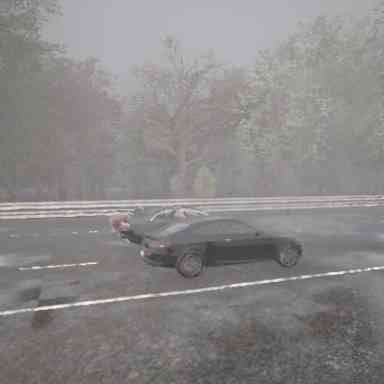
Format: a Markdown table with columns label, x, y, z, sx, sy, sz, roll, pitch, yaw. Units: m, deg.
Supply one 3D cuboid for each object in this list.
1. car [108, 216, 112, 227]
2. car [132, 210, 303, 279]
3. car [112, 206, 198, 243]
| label | x | y | z | sx | sy | sz | roll | pitch | yaw |
| --- | --- | --- | --- | --- | --- | --- | --- | --- | --- |
| car | -1.510 | 1.335 | 15.959 | 4.718 | 1.301 | 1.895 | -1 | 1 | -20 |
| car | 0.877 | 1.377 | 9.380 | 4.674 | 1.442 | 1.812 | -1 | 1 | -20 |
| car | -0.323 | 1.288 | 12.665 | 4.902 | 1.511 | 2.128 | -1 | 1 | -20 |
